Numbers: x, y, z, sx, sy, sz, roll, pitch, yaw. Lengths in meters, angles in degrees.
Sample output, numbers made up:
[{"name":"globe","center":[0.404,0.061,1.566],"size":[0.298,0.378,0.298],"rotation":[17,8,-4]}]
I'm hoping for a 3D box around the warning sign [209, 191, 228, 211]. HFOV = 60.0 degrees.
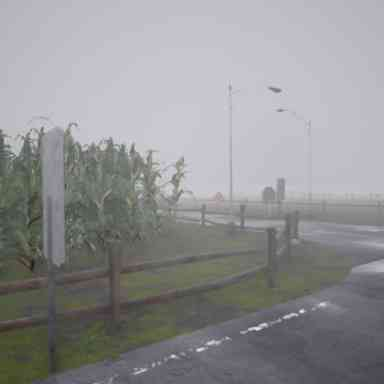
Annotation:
[{"name":"warning sign","center":[2.482,0.806,31.026],"size":[1.300,1.860,1.060],"rotation":[-1,1,-36]}]
